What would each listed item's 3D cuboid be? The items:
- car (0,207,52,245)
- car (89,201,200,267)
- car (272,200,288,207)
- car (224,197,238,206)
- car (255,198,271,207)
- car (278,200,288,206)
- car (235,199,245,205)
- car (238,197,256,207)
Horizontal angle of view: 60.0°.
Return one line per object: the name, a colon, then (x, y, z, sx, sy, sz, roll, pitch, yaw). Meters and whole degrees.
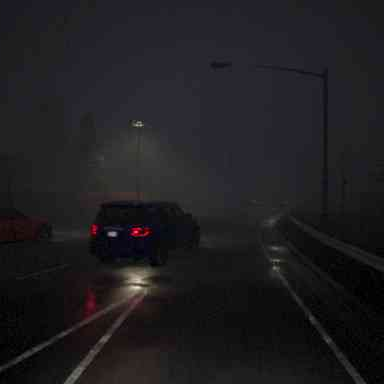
car: (-8.170, 1.417, 14.141, 2.097, 1.767, 4.553, 0, -1, 19)
car: (-1.432, 1.342, 12.197, 2.150, 2.045, 5.566, 0, 0, 19)
car: (18.694, 2.572, 70.520, 1.895, 1.301, 4.718, 0, -1, 19)
car: (8.642, 2.124, 73.573, 2.150, 2.045, 5.566, 0, -1, 19)
car: (15.378, 2.476, 71.640, 1.812, 1.442, 4.674, 0, -1, 19)
car: (21.974, 2.583, 79.971, 1.895, 1.301, 4.718, 0, -1, 19)
car: (12.045, 2.440, 83.386, 1.812, 1.442, 4.674, 0, -1, 19)
car: (12.064, 2.283, 72.761, 2.097, 1.767, 4.553, 0, -1, 19)
